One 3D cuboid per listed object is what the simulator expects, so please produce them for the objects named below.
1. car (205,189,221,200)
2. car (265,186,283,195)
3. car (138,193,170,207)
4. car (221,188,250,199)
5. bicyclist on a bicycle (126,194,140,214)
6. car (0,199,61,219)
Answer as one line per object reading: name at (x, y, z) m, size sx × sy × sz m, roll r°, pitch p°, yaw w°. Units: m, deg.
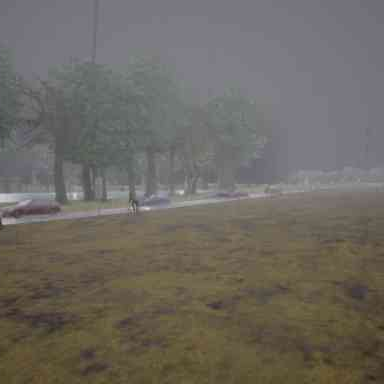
car at (3.773, 0.306, 50.050) m, size 2.128 × 1.511 × 4.902 m, roll -1°, pitch 1°, yaw 36°
car at (14.957, -0.365, 60.835) m, size 1.882 × 1.535 × 5.008 m, roll -1°, pitch 2°, yaw 35°
car at (-4.405, 0.870, 38.565) m, size 1.812 × 1.442 × 4.674 m, roll -1°, pitch 1°, yaw 35°
car at (6.879, 0.196, 49.409) m, size 2.128 × 1.511 × 4.902 m, roll -1°, pitch 1°, yaw 35°
bicyclist on a bicycle at (-4.909, 0.996, 27.507) m, size 1.656 × 1.620 × 0.582 m, roll -1°, pitch 1°, yaw 35°
car at (-12.829, 1.289, 26.676) m, size 1.812 × 1.442 × 4.674 m, roll -1°, pitch 1°, yaw 35°
